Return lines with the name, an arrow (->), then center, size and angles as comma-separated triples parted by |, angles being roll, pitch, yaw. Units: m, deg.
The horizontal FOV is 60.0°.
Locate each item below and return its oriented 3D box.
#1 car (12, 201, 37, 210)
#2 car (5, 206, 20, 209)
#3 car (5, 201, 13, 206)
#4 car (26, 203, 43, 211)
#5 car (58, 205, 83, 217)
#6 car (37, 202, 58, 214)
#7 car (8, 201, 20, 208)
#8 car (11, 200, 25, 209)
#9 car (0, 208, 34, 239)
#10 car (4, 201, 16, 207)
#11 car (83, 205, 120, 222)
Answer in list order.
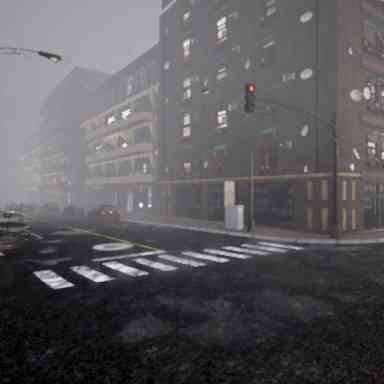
car -> -24.626, 2.368, 48.878 | 1.994, 1.385, 4.181 | 0, -1, -36
car -> -13.939, 1.983, 23.985 | 2.008, 1.369, 4.403 | -1, 0, -36
car -> -30.475, 2.514, 56.956 | 1.994, 1.385, 4.181 | 0, -1, -36
car -> -26.630, 2.481, 56.046 | 1.802, 1.307, 4.206 | -1, 0, -36
car -> -13.509, 2.154, 38.044 | 1.802, 1.307, 4.206 | -1, 0, -36
car -> -20.101, 2.176, 47.025 | 1.967, 1.590, 4.097 | -1, 0, -36
car -> -39.688, 2.793, 74.094 | 1.947, 1.339, 4.313 | -1, 0, -36
car -> -36.426, 2.585, 69.582 | 1.967, 1.590, 4.097 | -1, 0, -36
car -> -10.674, 1.902, 19.473 | 2.008, 1.369, 4.403 | -1, 0, -36
car -> -42.953, 2.854, 78.606 | 1.887, 1.381, 4.507 | -1, 0, -36
car -> -8.252, 1.882, 30.861 | 1.967, 1.590, 4.097 | -1, 0, -36
